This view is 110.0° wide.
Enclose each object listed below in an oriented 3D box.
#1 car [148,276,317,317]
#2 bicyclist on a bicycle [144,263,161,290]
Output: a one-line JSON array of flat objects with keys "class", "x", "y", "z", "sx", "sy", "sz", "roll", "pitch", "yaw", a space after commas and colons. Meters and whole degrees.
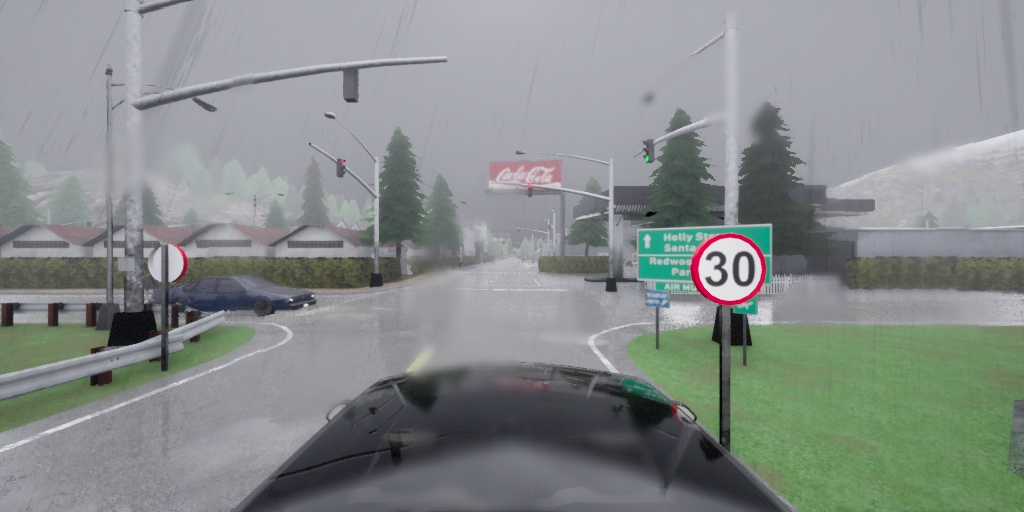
[{"class": "car", "x": -10.511, "y": 1.487, "z": 13.692, "sx": 5.357, "sy": 1.411, "sz": 2.033, "roll": 0, "pitch": 0, "yaw": 1}, {"class": "bicyclist on a bicycle", "x": -21.674, "y": 1.244, "z": 21.323, "sx": 0.582, "sy": 1.620, "sz": 1.656, "roll": 0, "pitch": 0, "yaw": 1}]
